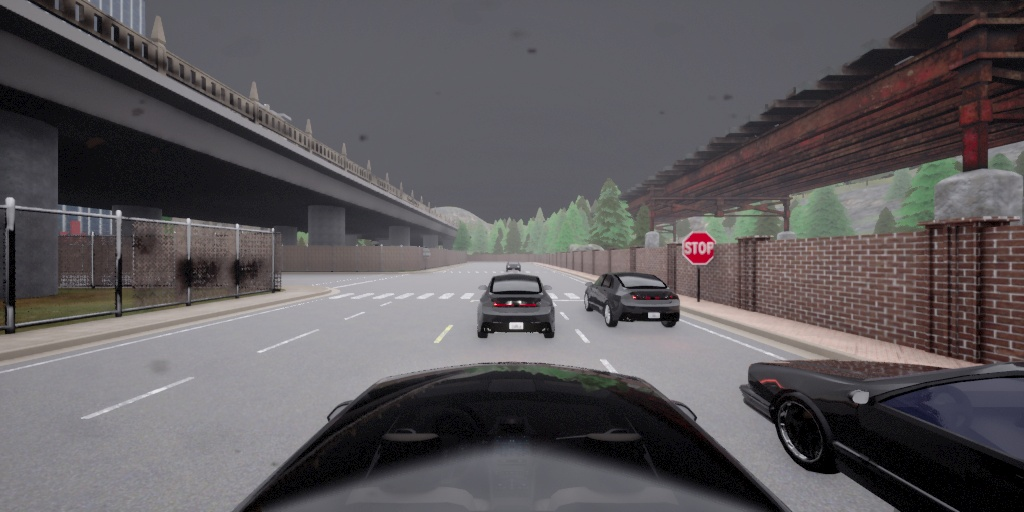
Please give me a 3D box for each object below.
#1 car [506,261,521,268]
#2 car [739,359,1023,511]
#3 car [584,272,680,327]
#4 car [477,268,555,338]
[{"bbox_3d":[0.168,1.351,46.382,1.895,1.301,4.718,0,0,-1],"label":"car"},{"bbox_3d":[3.600,1.297,1.741,2.033,1.411,5.357,0,0,0],"label":"car"},{"bbox_3d":[3.597,1.255,11.487,1.837,1.490,4.892,0,0,0],"label":"car"},{"bbox_3d":[0.096,1.255,10.126,1.837,1.490,4.892,0,0,0],"label":"car"}]
